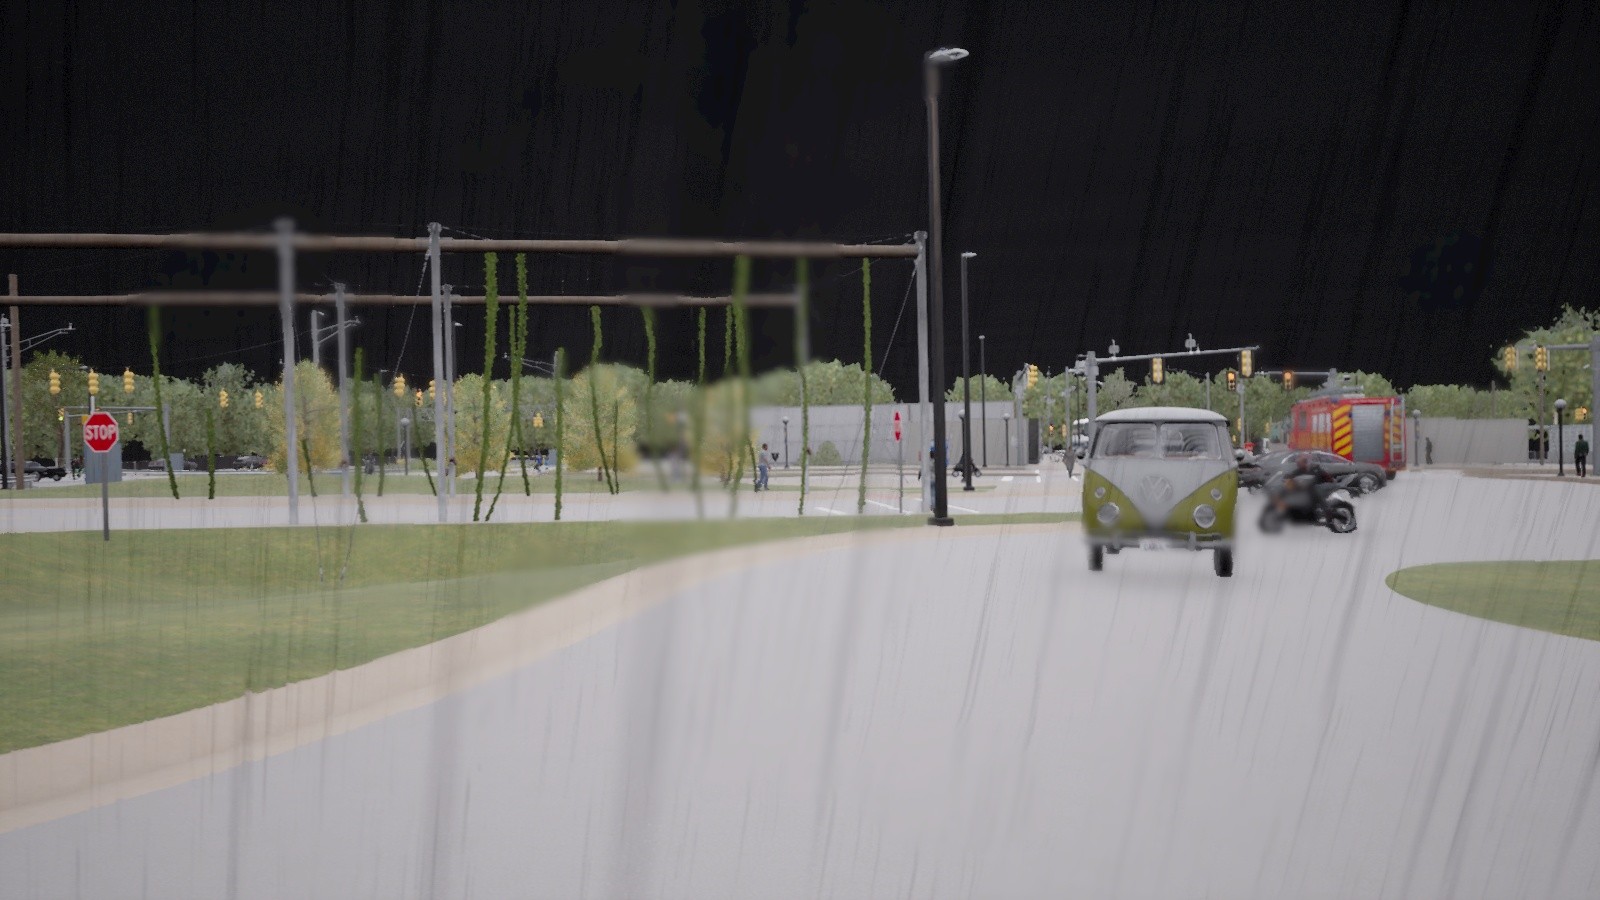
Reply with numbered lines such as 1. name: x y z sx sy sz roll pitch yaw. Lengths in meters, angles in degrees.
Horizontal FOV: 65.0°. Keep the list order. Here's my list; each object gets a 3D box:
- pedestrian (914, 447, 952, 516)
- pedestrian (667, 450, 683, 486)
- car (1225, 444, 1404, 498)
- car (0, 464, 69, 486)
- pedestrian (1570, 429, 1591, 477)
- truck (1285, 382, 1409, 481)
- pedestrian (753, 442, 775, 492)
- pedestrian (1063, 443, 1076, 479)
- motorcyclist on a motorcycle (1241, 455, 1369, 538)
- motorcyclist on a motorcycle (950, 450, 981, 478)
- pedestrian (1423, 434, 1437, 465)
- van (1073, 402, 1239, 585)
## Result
1. pedestrian: 3.714 0.874 35.203 0.874 1.855 0.900 -2 1 -3
2. pedestrian: -6.401 0.910 64.317 0.706 1.836 0.354 -1 1 8
3. car: 16.517 0.657 40.404 4.902 1.511 2.128 -2 0 -10
4. car: -48.335 1.549 78.364 4.718 1.301 1.895 -1 0 13
5. pedestrian: 32.290 0.102 51.964 0.423 1.949 0.788 -1 1 9
6. truck: 23.059 -0.686 53.414 2.891 3.827 8.468 -1 -1 10
7. pedestrian: -1.355 0.641 47.304 0.706 1.836 0.354 -2 1 -15
8. pedestrian: 15.077 0.605 70.266 0.659 1.952 0.873 -1 1 10
9. motorcyclist on a motorcycle: 9.765 0.878 24.297 2.191 1.530 0.866 0 1 -14
10. motorcyclist on a motorcycle: 9.676 0.803 73.450 1.817 1.590 0.866 0 1 6
11. pedestrian: 40.504 -0.038 80.725 0.692 1.930 0.395 -1 1 7
12. van: 4.634 0.473 16.045 1.775 1.987 4.442 0 0 18
